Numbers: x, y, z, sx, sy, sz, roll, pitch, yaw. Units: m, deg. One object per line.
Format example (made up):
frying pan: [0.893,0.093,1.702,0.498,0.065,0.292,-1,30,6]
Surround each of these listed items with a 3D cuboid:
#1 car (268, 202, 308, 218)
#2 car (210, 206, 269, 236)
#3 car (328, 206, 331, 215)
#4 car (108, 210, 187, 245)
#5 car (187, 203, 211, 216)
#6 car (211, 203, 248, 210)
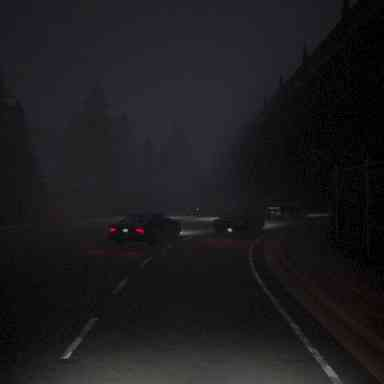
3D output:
car: [9.409,1.733,32.647,4.902,1.511,2.128,0,-1,-38]
car: [2.961,1.747,19.753,1.895,1.301,4.718,0,0,25]
car: [15.515,1.718,32.464,5.008,1.535,1.882,0,-1,-29]
car: [-2.092,1.668,16.219,2.033,1.411,5.357,0,0,15]
car: [1.631,1.863,35.468,4.718,1.301,1.895,0,-1,-43]
car: [4.358,1.809,33.113,4.181,1.385,1.994,0,-1,-42]
